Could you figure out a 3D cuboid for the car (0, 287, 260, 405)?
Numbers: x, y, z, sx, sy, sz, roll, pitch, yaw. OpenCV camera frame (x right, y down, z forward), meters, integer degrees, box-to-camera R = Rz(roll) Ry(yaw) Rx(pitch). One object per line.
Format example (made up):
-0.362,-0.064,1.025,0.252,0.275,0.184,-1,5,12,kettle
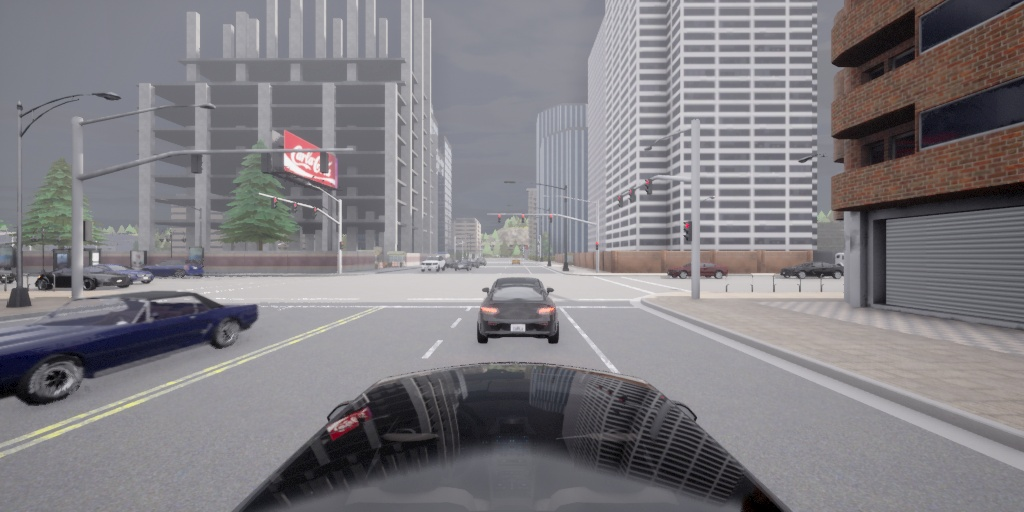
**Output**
-7.064,1.351,6.426,1.895,1.301,4.718,0,0,1,car

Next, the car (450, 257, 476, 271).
-6.563,1.241,48.563,2.128,1.511,4.902,0,0,1,car

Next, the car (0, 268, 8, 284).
-34.208,1.102,21.545,4.553,1.767,2.097,0,0,0,car

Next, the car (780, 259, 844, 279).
26.655,1.228,31.836,5.008,1.535,1.882,0,0,0,car

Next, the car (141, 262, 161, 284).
-27.864,1.276,25.001,4.674,1.442,1.812,0,0,0,car

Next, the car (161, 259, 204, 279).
-30.558,1.102,32.210,4.553,1.767,2.097,0,0,0,car

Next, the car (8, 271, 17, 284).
-37.853,1.255,25.070,4.892,1.490,1.837,0,0,0,car

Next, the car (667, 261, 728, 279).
16.462,1.228,31.913,5.008,1.535,1.882,0,0,0,car

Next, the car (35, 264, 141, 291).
-25.509,1.314,21.485,4.181,1.385,1.994,0,0,0,car

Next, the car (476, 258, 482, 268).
-6.442,1.313,58.533,1.994,1.385,4.181,0,0,0,car

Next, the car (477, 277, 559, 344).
0.158,1.276,9.492,1.812,1.442,4.674,0,0,1,car

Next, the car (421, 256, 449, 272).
-10.082,0.971,46.208,2.150,2.045,5.566,0,0,1,car

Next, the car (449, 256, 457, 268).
-9.968,1.103,55.679,2.097,1.767,4.553,0,0,1,car
